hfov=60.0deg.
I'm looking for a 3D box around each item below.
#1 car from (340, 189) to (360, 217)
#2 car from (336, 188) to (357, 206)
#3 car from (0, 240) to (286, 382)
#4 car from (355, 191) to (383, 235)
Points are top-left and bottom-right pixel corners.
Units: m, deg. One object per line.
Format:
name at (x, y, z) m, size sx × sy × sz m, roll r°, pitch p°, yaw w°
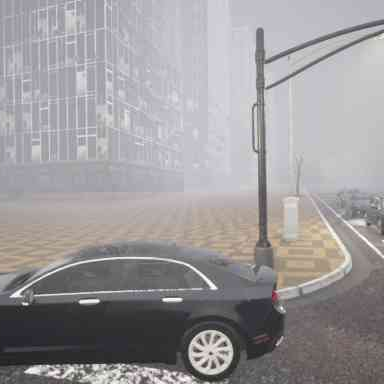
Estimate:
car at (10.849, 0.759, 20.819) m, size 1.994 × 1.385 × 4.181 m, roll -1°, pitch 2°, yaw 17°
car at (12.799, 0.454, 26.897) m, size 2.128 × 1.511 × 4.902 m, roll -1°, pitch 2°, yaw 18°
car at (-1.173, 1.505, 4.800) m, size 4.892 × 1.490 × 1.837 m, roll 0°, pitch 0°, yaw 0°
car at (8.846, 0.928, 14.510) m, size 2.128 × 1.511 × 4.902 m, roll -1°, pitch 2°, yaw 18°
